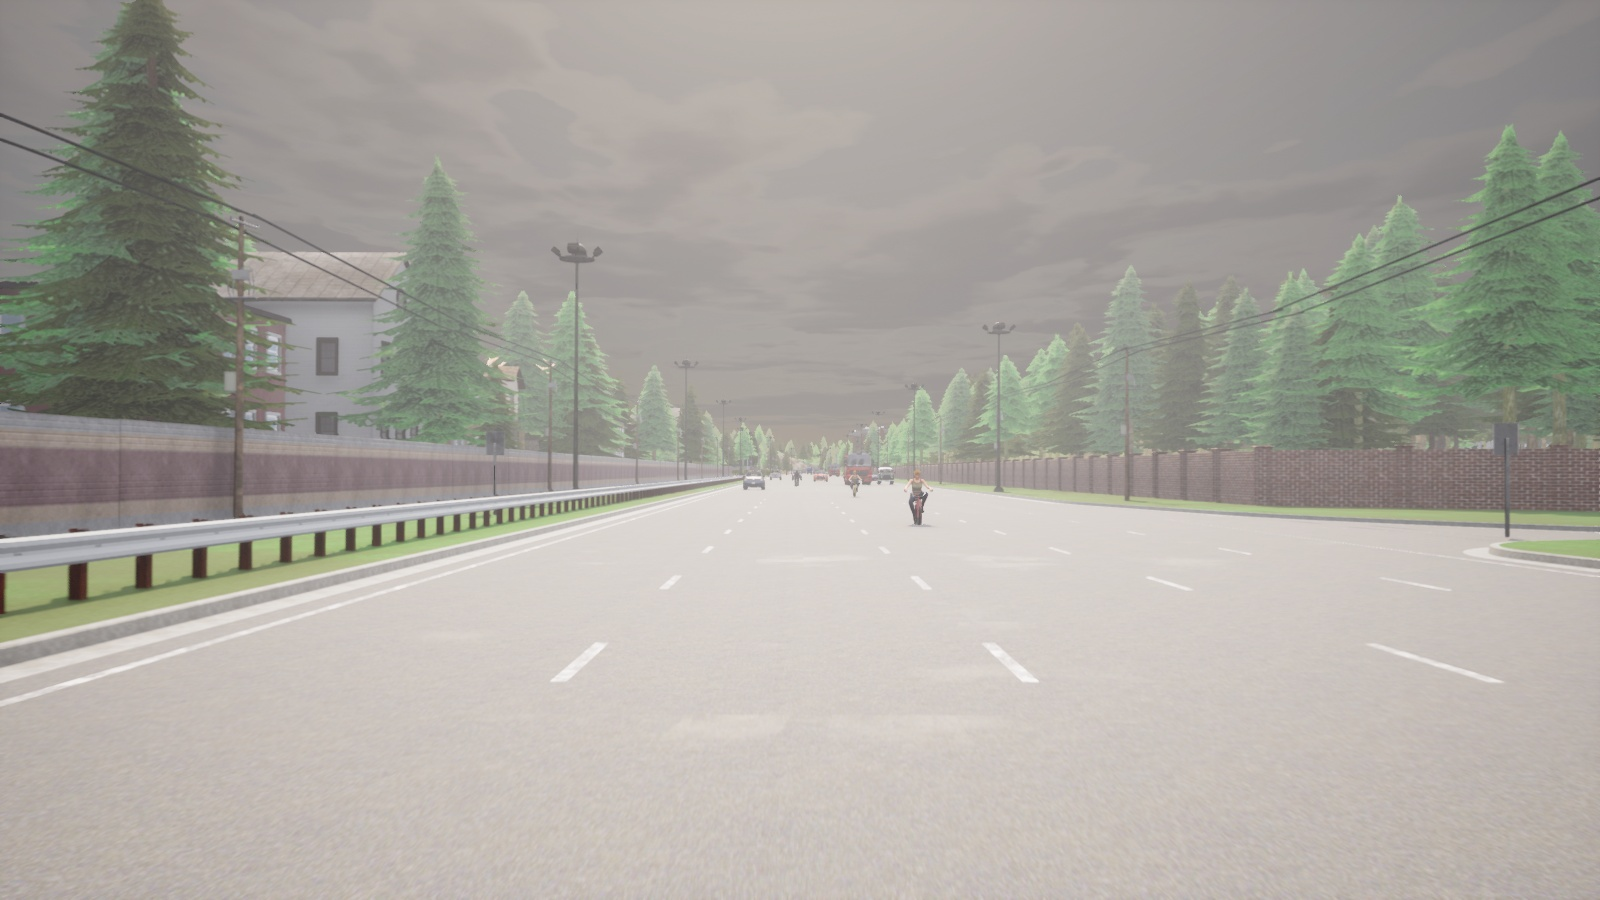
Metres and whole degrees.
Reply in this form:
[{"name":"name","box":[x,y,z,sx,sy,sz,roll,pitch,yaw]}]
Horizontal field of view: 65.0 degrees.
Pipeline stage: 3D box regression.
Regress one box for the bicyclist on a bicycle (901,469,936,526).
[{"name":"bicyclist on a bicycle","box":[3.408,1.344,36.249,0.866,1.612,1.509,0,-1,0]}]
